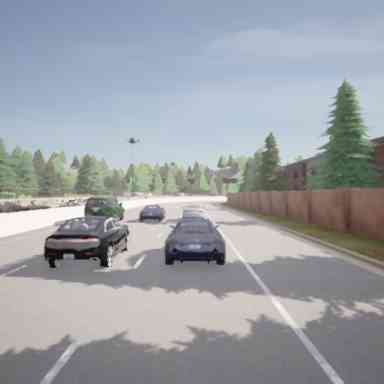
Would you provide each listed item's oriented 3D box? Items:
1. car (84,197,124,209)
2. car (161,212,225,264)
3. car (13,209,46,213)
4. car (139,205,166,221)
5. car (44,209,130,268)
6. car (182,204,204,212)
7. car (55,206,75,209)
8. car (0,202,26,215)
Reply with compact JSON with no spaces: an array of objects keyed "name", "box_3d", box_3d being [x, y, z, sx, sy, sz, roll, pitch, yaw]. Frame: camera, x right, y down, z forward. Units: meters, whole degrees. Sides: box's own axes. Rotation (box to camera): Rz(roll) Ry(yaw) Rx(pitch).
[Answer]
[{"name":"car","box_3d":[-6.910,1.425,26.545,2.150,2.045,5.566,0,0,0]},{"name":"car","box_3d":[0.096,1.658,12.184,1.994,1.385,4.181,0,0,0]},{"name":"car","box_3d":[-17.598,1.884,37.197,1.895,1.301,4.718,0,0,0]},{"name":"car","box_3d":[-3.410,1.787,29.267,1.994,1.385,4.181,0,0,0]},{"name":"car","box_3d":[-3.405,1.582,11.610,2.128,1.511,4.902,0,0,0]},{"name":"car","box_3d":[0.091,1.751,29.556,1.812,1.442,4.674,0,0,0]},{"name":"car","box_3d":[-14.096,1.855,38.184,1.994,1.385,4.181,0,0,0]},{"name":"car","box_3d":[-21.091,1.855,38.213,1.994,1.385,4.181,0,0,0]}]
